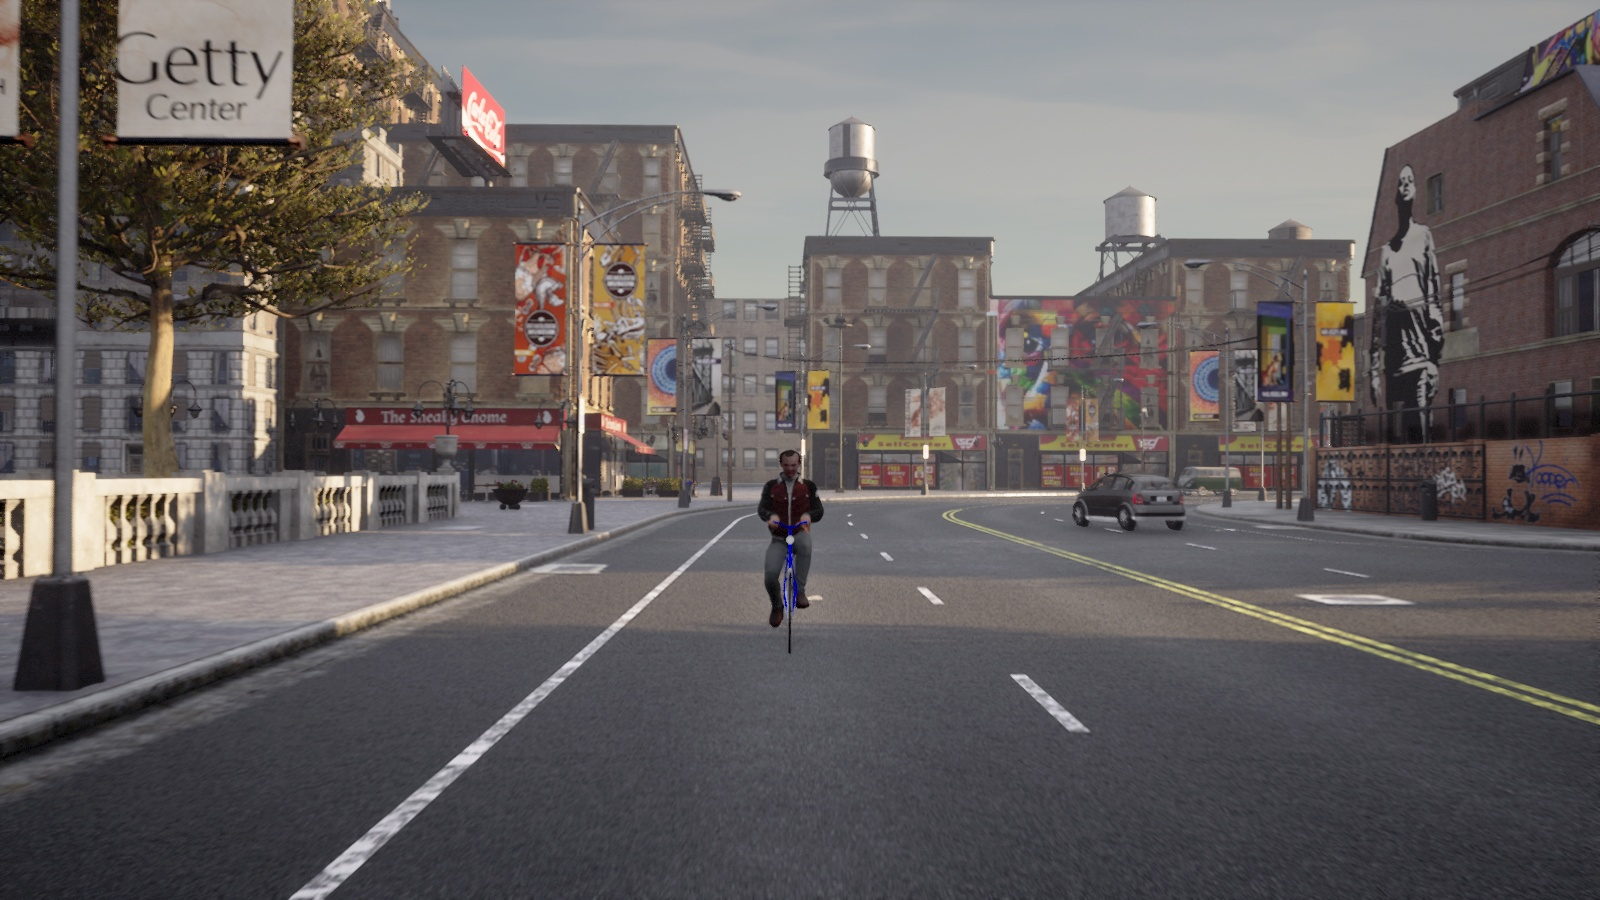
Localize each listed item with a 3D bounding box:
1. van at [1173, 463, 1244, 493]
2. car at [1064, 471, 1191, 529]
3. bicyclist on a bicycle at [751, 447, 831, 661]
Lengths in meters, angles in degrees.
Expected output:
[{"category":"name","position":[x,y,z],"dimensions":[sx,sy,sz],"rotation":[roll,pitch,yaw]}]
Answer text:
[{"category":"van","position":[27.893,1.919,85.773],"dimensions":[4.442,1.987,1.775],"rotation":[0,-1,-21]},{"category":"car","position":[9.125,1.359,35.279],"dimensions":[1.789,1.549,3.705],"rotation":[0,-1,-16]},{"category":"bicyclist on a bicycle","position":[-0.082,0.880,11.353],"dimensions":[0.659,1.776,1.843],"rotation":[0,-1,-1]}]
